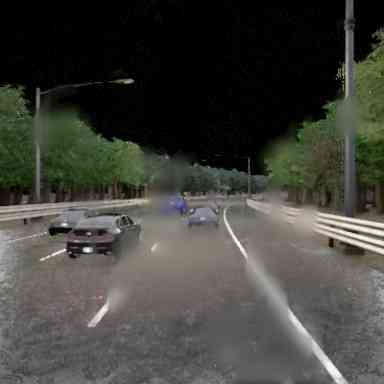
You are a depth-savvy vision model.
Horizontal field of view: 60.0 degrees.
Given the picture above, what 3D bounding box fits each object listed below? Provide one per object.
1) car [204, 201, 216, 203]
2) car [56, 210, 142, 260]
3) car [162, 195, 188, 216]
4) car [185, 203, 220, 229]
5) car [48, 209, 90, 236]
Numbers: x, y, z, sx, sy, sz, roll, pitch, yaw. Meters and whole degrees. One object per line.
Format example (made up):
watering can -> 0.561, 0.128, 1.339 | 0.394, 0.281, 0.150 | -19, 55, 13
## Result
car -> 2.312, 1.760, 40.582 | 1.994, 1.385, 4.181 | 0, 0, 6
car -> -3.130, 1.548, 12.674 | 1.837, 1.490, 4.892 | 0, 0, 2
car -> -1.762, 1.377, 34.944 | 2.150, 2.045, 5.566 | 0, 0, 5
car -> 0.832, 1.659, 22.411 | 1.994, 1.385, 4.181 | 0, 0, 3
car -> -6.371, 1.632, 18.863 | 1.994, 1.385, 4.181 | 0, 0, 3
